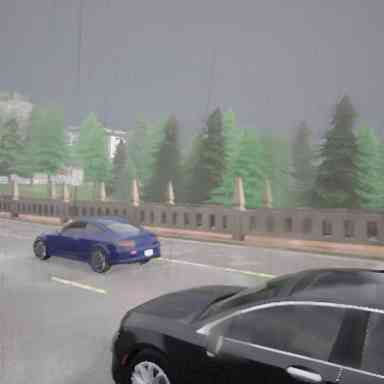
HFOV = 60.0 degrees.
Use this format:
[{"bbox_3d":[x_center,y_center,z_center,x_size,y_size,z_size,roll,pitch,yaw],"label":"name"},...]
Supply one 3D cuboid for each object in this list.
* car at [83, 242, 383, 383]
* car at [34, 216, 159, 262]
[{"bbox_3d":[1.338,1.503,3.038,4.892,1.490,1.837,0,0,36],"label":"car"},{"bbox_3d":[-3.061,1.501,10.476,4.674,1.442,1.812,0,0,36],"label":"car"}]
